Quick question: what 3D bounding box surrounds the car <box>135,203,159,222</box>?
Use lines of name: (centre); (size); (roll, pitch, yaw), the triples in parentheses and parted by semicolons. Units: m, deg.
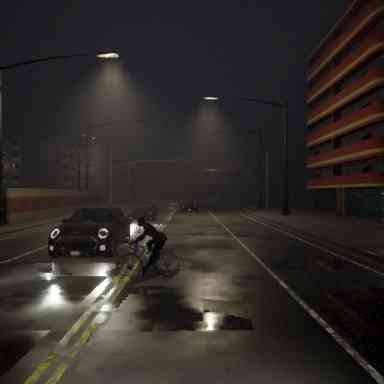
car: (-3.738, 1.564, 26.083); (1.994, 1.385, 4.181); (0, 0, 0)

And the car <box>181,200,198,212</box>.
car: (-0.264, 1.601, 37.780); (1.895, 1.301, 4.718); (0, 0, 0)

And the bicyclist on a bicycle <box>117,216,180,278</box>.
bicyclist on a bicycle: (-1.157, 1.455, 8.682); (1.656, 1.620, 0.582); (-2, 0, -1)

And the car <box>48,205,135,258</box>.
car: (-3.706, 1.353, 12.745); (2.097, 1.767, 4.553); (0, 0, -1)
